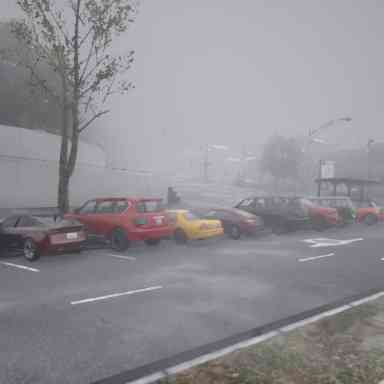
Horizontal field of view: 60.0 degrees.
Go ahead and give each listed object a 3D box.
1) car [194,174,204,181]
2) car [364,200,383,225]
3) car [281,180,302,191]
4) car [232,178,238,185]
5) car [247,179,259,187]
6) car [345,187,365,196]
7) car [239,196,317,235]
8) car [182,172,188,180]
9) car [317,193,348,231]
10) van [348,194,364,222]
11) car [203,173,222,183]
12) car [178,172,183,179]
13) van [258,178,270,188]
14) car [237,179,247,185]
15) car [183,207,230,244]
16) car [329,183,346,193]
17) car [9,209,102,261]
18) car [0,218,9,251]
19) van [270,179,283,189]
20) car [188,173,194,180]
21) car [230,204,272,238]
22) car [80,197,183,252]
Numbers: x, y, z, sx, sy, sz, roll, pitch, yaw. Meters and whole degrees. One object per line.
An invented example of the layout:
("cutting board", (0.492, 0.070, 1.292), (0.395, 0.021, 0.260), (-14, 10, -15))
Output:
("car", (3.708, -3.694, 84.902), (2.435, 2.045, 5.566), (7, 3, 34))
("car", (11.354, 1.405, 24.439), (4.553, 1.767, 2.185), (-1, -1, 35))
("car", (19.316, -0.987, 62.796), (2.231, 1.521, 4.892), (7, 3, 35))
("car", (10.671, -2.312, 75.138), (2.002, 1.452, 4.674), (7, 3, 35))
("car", (14.248, -1.807, 70.357), (1.946, 1.575, 5.366), (7, 3, 35))
("car", (26.224, 0.141, 52.943), (2.002, 1.452, 4.674), (7, 3, 35))
("car", (3.896, 1.263, 19.309), (5.566, 2.045, 2.435), (-1, -1, 35))
("car", (0.180, -4.080, 89.836), (2.185, 1.767, 4.553), (4, 1, 33))
("car", (6.408, 1.268, 21.016), (5.566, 2.045, 2.435), (-1, -1, 35))
("van", (8.946, 1.298, 22.687), (4.442, 1.987, 1.878), (-1, -1, 35))
("car", (5.560, -3.171, 82.644), (1.946, 1.575, 5.366), (7, 3, 34))
("car", (-1.593, -4.357, 92.182), (2.435, 2.045, 5.566), (1, -1, 34))
("van", (15.824, -1.759, 67.627), (1.878, 1.987, 4.442), (7, 4, 35))
("car", (12.415, -2.038, 72.677), (2.002, 1.452, 4.674), (7, 3, 35))
("car", (-1.135, 1.503, 15.920), (5.366, 1.575, 1.946), (-1, -1, 35))
("car", (24.532, -0.421, 55.414), (2.435, 2.045, 5.566), (7, 3, 35))
("car", (-5.898, 1.523, 12.345), (4.792, 1.488, 2.163), (-1, -1, 34))
("car", (-8.316, 1.492, 10.596), (4.892, 1.521, 2.231), (-1, -1, 34))
("van", (17.555, -1.486, 65.157), (1.878, 1.987, 4.442), (7, 4, 35))
("car", (1.912, -3.845, 87.367), (2.185, 1.767, 4.553), (6, 3, 34))
("car", (1.470, 1.549, 17.550), (4.674, 1.452, 2.002), (-1, -1, 35))
("car", (-3.454, 1.248, 14.091), (5.566, 2.045, 2.435), (-1, -1, 34))
